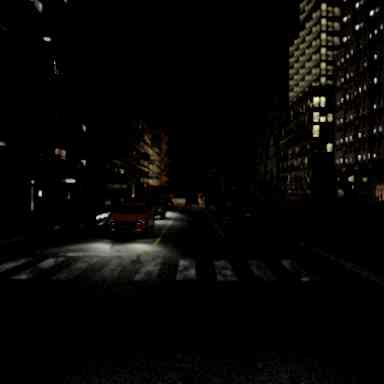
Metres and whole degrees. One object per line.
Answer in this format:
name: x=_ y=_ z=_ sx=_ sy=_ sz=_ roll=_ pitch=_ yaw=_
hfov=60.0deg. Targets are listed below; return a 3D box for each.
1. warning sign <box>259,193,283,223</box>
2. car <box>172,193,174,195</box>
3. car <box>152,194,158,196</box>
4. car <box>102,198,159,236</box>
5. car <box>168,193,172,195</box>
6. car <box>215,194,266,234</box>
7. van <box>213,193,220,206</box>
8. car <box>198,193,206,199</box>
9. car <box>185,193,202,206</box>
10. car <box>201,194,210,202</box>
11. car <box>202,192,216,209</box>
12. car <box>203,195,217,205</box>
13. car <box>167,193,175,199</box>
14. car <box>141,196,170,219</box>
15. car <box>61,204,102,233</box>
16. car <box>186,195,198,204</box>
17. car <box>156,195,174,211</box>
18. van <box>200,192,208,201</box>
warning sign: x=5.081 y=0.995 z=21.539 sx=1.300 sy=1.860 sz=1.060 roll=1 pitch=1 yaw=0
car: x=-5.684 y=1.109 z=73.550 sx=1.887 sy=1.381 sz=4.507 roll=0 pitch=0 yaw=0
car: x=-5.686 y=1.262 z=40.391 sx=1.887 sy=1.381 sz=4.507 roll=0 pitch=0 yaw=0
car: x=-3.094 y=1.330 z=17.755 sx=1.882 sy=1.535 sz=5.008 roll=0 pitch=0 yaw=0
car: x=-5.684 y=1.114 z=67.855 sx=1.752 sy=1.417 sz=4.829 roll=0 pitch=0 yaw=0
car: x=2.693 y=1.199 z=18.284 sx=2.192 sy=1.841 sz=5.009 roll=0 pitch=0 yaw=0
van: x=2.693 y=1.194 z=23.810 sx=1.690 sy=1.788 sz=3.998 roll=0 pitch=0 yaw=0
car: x=2.696 y=0.990 z=90.129 sx=1.967 sy=1.590 sz=4.097 roll=0 pitch=0 yaw=0
car: x=0.008 y=1.197 z=47.061 sx=1.882 sy=1.535 sz=5.008 roll=0 pitch=0 yaw=0
car: x=2.696 y=1.163 z=68.194 sx=1.752 sy=1.417 sz=4.829 roll=0 pitch=0 yaw=0
car: x=2.694 y=1.083 z=40.389 sx=2.192 sy=1.841 sz=5.009 roll=0 pitch=0 yaw=0
car: x=2.694 y=1.260 z=51.445 sx=1.887 sy=1.381 sz=4.507 roll=0 pitch=0 yaw=0
car: x=-5.684 y=1.044 z=90.131 sx=1.887 sy=1.381 sz=4.507 roll=0 pitch=0 yaw=0
car: x=-3.085 y=1.326 z=27.211 sx=1.812 sy=1.442 sz=4.674 roll=0 pitch=0 yaw=0
car: x=-5.687 y=1.384 z=18.285 sx=2.008 sy=1.369 sz=4.403 roll=0 pitch=0 yaw=0
car: x=0.009 y=1.218 z=57.478 sx=2.033 sy=1.411 sz=5.357 roll=0 pitch=0 yaw=0
car: x=-3.065 y=1.350 z=37.158 sx=1.895 sy=1.301 sz=4.718 roll=0 pitch=0 yaw=0
van: x=2.696 y=0.956 z=73.549 sx=1.690 sy=1.788 sz=3.998 roll=0 pitch=0 yaw=0
